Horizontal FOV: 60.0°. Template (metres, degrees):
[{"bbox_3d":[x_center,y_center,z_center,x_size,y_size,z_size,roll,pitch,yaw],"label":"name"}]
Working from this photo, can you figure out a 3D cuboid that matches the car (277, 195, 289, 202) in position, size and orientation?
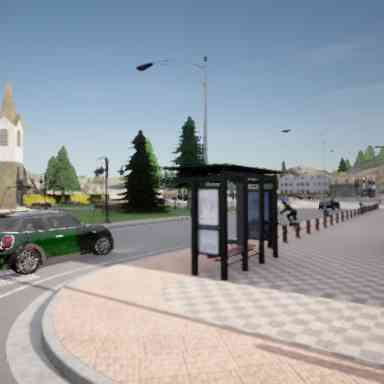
[{"bbox_3d":[20.423,1.536,76.968,3.633,1.501,1.845,0,0,35],"label":"car"}]

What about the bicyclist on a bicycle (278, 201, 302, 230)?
[{"bbox_3d":[5.258,1.322,18.365,1.656,1.620,0.582,-1,0,35],"label":"bicyclist on a bicycle"}]

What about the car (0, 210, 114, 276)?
[{"bbox_3d":[-4.642,1.394,10.920,2.097,1.767,4.553,0,0,26],"label":"car"}]

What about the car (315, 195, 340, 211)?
[{"bbox_3d":[17.547,1.550,42.503,1.837,1.490,4.892,0,0,35],"label":"car"}]

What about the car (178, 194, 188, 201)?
[{"bbox_3d":[-0.890,1.650,91.919,4.514,1.523,2.007,0,0,35],"label":"car"}]
